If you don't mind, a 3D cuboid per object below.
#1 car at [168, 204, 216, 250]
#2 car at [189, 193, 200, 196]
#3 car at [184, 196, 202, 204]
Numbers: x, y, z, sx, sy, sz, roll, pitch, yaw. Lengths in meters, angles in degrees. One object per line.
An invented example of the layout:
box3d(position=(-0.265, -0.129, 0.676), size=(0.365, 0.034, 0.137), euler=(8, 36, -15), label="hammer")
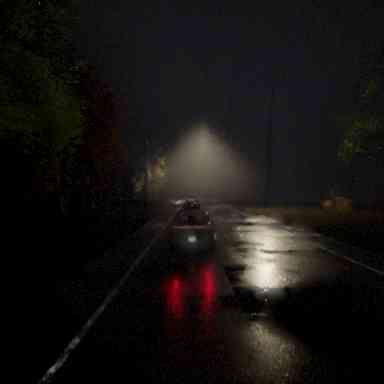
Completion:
box3d(position=(-0.001, 1.492, 14.268), size=(2.128, 1.511, 4.902), euler=(0, 0, 0), label="car")
box3d(position=(-0.003, 1.467, 63.659), size=(2.128, 1.511, 4.902), euler=(0, 0, 0), label="car")
box3d(position=(-0.001, 1.556, 42.129), size=(1.994, 1.385, 4.181), euler=(0, 0, 0), label="car")
